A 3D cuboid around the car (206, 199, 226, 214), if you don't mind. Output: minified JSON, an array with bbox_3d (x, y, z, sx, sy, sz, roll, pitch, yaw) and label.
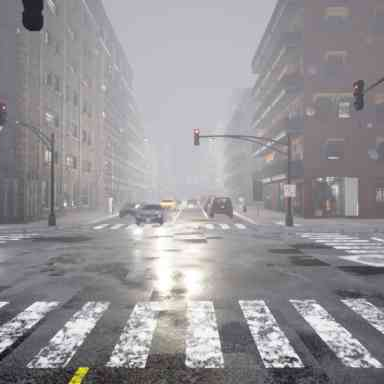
[{"bbox_3d":[2.549,1.540,35.876,1.752,1.417,4.829,1,0,0],"label":"car"}]

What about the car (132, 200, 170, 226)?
[{"bbox_3d":[-2.869,1.550,24.127,1.812,1.442,4.674,0,1,0],"label":"car"}]

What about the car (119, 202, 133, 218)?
[{"bbox_3d":[-5.326,1.577,30.093,1.947,1.339,4.313,1,0,0],"label":"car"}]

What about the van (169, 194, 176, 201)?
[{"bbox_3d":[-5.383,1.588,91.282,1.690,1.788,3.998,1,0,0],"label":"van"}]

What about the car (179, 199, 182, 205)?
[{"bbox_3d":[-2.856,1.632,58.622,1.994,1.385,4.181,0,0,0],"label":"car"}]

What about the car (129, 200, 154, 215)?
[{"bbox_3d":[-5.331,1.580,35.654,1.947,1.339,4.313,1,0,0],"label":"car"}]

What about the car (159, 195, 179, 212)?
[{"bbox_3d":[-2.884,1.496,39.706,1.882,1.535,5.008,0,0,0],"label":"car"}]

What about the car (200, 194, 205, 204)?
[{"bbox_3d":[2.547,1.335,41.271,2.192,1.841,5.009,1,0,0],"label":"car"}]

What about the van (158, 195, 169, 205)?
[{"bbox_3d":[-5.356,1.427,63.462,1.690,1.788,3.998,1,0,0],"label":"van"}]

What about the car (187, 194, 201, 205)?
[{"bbox_3d":[0.046,1.564,60.107,2.128,1.511,4.902,0,0,0],"label":"car"}]

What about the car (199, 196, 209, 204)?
[{"bbox_3d":[2.516,1.556,69.069,1.967,1.590,4.097,1,0,0],"label":"car"}]

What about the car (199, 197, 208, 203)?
[{"bbox_3d":[2.509,1.728,74.629,1.802,1.307,4.206,1,0,0],"label":"car"}]

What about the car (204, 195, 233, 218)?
[{"bbox_3d":[2.558,1.326,30.147,2.192,1.841,5.009,1,0,0],"label":"car"}]

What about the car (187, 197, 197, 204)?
[{"bbox_3d":[-0.001,1.684,70.341,1.994,1.385,4.181,0,0,0],"label":"car"}]

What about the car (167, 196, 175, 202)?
[{"bbox_3d":[-5.381,1.763,85.717,2.008,1.369,4.403,1,0,0],"label":"car"}]

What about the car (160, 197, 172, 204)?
[{"bbox_3d":[-5.365,1.666,69.026,2.008,1.369,4.403,1,0,0],"label":"car"}]

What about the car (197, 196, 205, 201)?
[{"bbox_3d":[2.493,1.813,91.320,1.947,1.339,4.313,1,0,0],"label":"car"}]

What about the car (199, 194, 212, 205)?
[{"bbox_3d":[2.523,1.402,63.505,2.192,1.841,5.009,1,0,0],"label":"car"}]

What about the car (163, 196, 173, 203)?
[{"bbox_3d":[-5.370,1.670,74.418,1.752,1.417,4.829,1,0,0],"label":"car"}]
